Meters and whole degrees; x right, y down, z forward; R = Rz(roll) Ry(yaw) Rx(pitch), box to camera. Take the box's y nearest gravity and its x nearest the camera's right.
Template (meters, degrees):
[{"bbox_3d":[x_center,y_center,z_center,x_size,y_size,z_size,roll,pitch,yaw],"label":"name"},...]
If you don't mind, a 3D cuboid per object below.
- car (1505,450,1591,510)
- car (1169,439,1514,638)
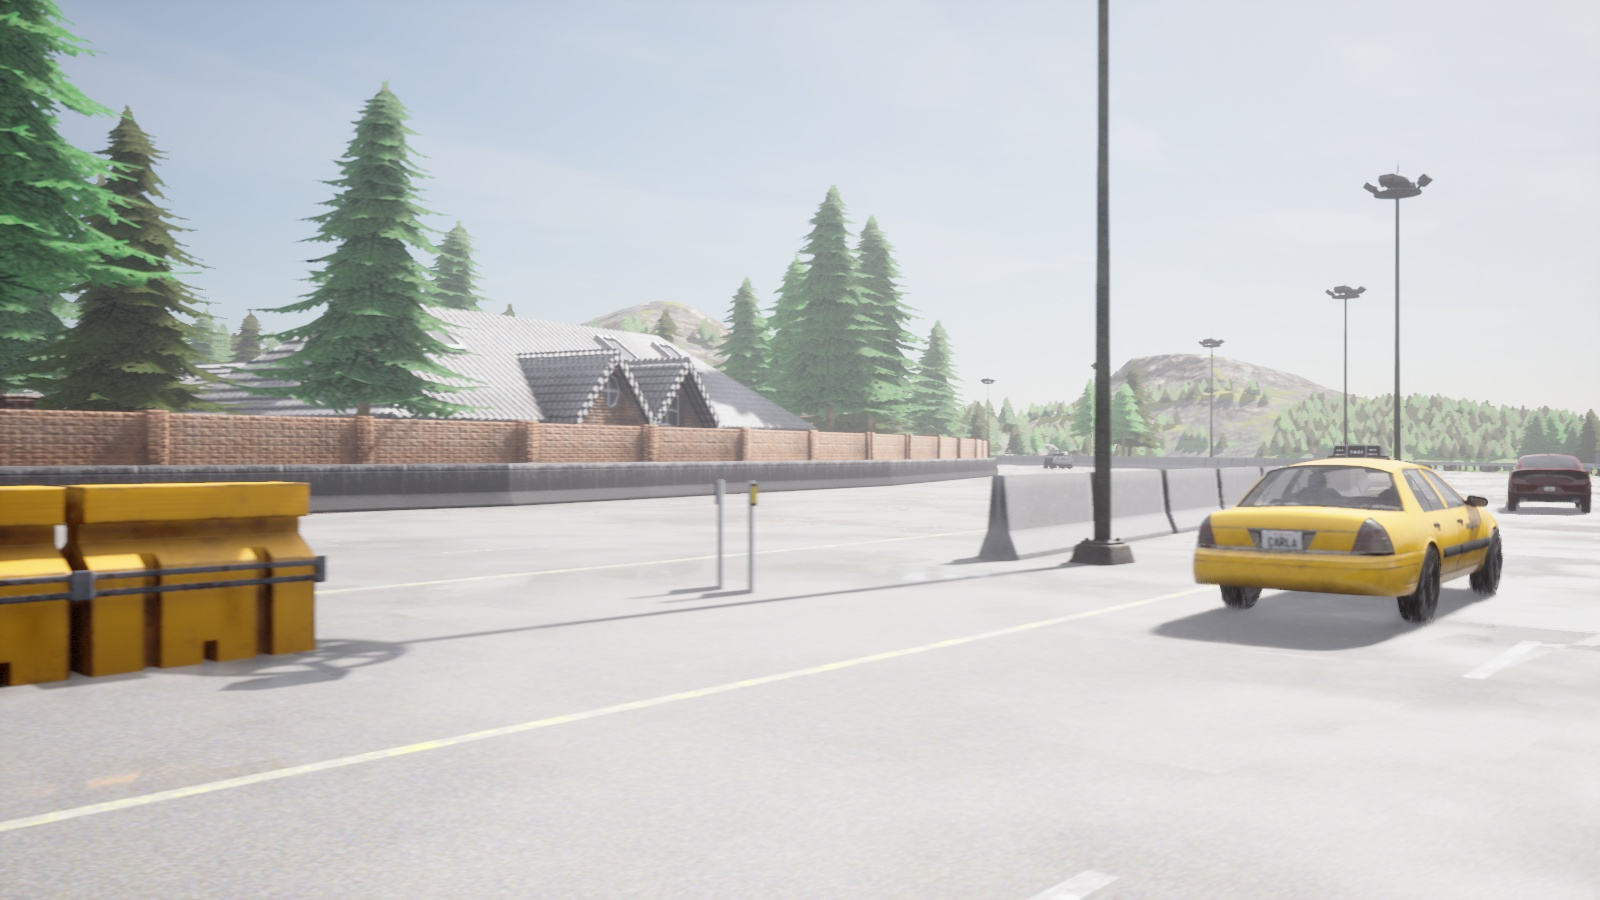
[{"bbox_3d":[20.453,0.762,34.454,1.882,1.535,5.008,0,0,30],"label":"car"},{"bbox_3d":[5.638,0.702,12.582,1.801,1.575,5.366,0,0,39],"label":"car"}]
